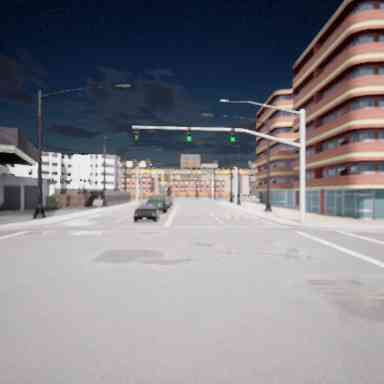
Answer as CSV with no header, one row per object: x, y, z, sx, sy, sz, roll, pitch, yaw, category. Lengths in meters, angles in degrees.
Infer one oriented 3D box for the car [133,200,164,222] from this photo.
-3.657,1.618,27.590,2.033,1.411,5.357,0,0,-2,car

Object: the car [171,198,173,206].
-4.141,1.476,47.845,2.097,1.767,4.553,0,0,-1,car

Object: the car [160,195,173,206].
-4.371,1.502,57.872,2.097,1.767,4.553,0,0,-1,car

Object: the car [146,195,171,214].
-3.919,1.319,37.773,2.150,2.045,5.566,0,0,-2,car
